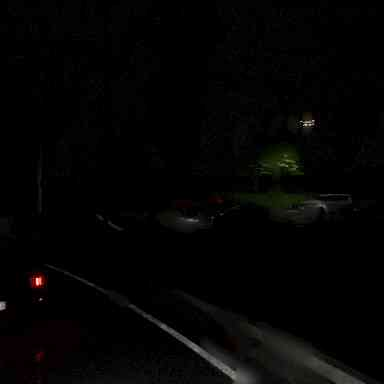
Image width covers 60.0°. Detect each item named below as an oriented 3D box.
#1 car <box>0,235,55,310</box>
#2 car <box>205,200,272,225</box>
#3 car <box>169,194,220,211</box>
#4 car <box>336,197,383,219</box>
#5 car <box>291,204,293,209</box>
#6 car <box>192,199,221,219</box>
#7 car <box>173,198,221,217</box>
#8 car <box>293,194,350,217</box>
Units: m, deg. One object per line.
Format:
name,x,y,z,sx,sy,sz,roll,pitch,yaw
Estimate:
car,-4.655,1.601,7.141,1.895,1.301,4.718,0,0,-41
car,3.611,1.526,24.240,4.674,1.442,1.812,0,0,-22
car,0.466,1.223,34.318,5.566,2.045,2.150,0,0,-22
car,15.462,1.478,29.055,5.008,1.535,1.882,0,0,-22
car,13.933,1.564,39.761,4.181,1.385,1.994,0,0,-22
car,2.486,1.565,27.584,4.181,1.385,1.994,0,0,-22
car,0.977,1.527,30.725,4.674,1.442,1.812,0,0,-22
car,12.835,1.221,31.770,5.566,2.045,2.150,0,0,-22
